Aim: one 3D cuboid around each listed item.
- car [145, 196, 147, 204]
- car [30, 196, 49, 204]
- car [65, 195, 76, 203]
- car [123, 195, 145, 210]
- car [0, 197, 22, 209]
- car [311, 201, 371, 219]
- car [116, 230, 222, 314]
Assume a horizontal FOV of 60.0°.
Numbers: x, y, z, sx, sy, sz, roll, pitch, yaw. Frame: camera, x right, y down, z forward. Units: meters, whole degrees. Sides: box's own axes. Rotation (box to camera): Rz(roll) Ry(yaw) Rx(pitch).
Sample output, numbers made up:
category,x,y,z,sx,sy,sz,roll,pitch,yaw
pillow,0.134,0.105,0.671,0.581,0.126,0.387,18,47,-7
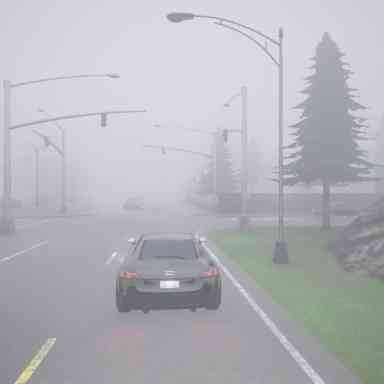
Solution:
category,x,y,z,sx,sy,sz,roll,pitch,yaw
car,-8.601,1.564,52.974,1.994,1.385,4.181,0,0,-5
car,-25.960,1.384,56.712,1.970,1.475,3.806,0,0,-5
car,-23.631,1.374,64.362,1.845,1.501,3.633,0,0,-5
car,-7.660,1.352,43.125,2.097,1.767,4.553,0,0,-5
car,-21.376,1.339,38.426,2.007,1.523,4.514,0,0,-5
car,12.682,1.491,28.391,4.902,1.511,2.128,0,0,-7
car,-0.567,1.564,7.743,1.994,1.385,4.181,0,0,-5
